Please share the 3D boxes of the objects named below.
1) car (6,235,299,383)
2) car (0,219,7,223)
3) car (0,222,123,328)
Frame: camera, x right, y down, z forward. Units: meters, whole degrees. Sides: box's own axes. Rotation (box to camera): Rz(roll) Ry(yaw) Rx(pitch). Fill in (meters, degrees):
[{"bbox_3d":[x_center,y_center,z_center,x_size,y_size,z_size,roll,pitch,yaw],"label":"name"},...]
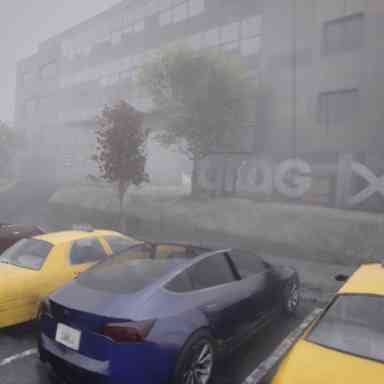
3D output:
[{"bbox_3d":[0.115,1.490,5.234,2.163,1.488,4.792,0,0,36],"label":"car"},{"bbox_3d":[-6.745,1.278,10.049,2.185,1.767,4.553,0,0,36],"label":"car"},{"bbox_3d":[-2.068,1.439,6.982,1.946,1.575,5.366,0,0,35],"label":"car"}]
